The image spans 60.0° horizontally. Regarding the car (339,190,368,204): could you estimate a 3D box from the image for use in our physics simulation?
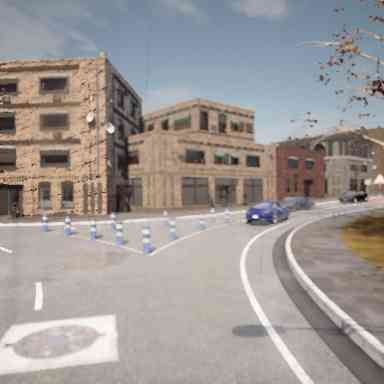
[{"bbox_3d":[20.059,0.581,41.208,5.008,1.535,1.882,-3,2,-41],"label":"car"}]

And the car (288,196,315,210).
[{"bbox_3d":[9.965,1.093,32.477,5.357,1.411,2.033,-2,1,-41],"label":"car"}]

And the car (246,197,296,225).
[{"bbox_3d":[5.220,1.321,22.465,1.812,1.442,4.674,-1,1,34],"label":"car"}]
